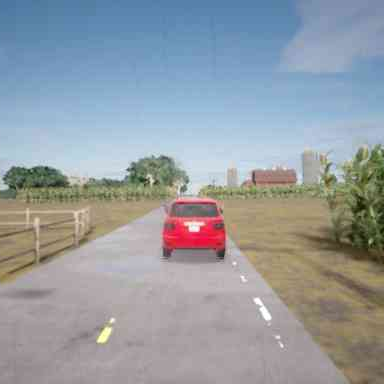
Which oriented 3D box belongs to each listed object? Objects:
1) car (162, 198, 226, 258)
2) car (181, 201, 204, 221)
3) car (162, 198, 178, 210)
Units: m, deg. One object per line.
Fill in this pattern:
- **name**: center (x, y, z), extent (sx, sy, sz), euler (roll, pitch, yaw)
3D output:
- **car**: center (0.076, 1.263, 13.099), extent (2.150, 2.045, 5.566), euler (0, 0, 0)
- **car**: center (0.066, 1.571, 29.264), extent (1.837, 1.490, 4.892), euler (0, 0, 0)
- **car**: center (-2.866, 1.597, 44.899), extent (1.812, 1.442, 4.674), euler (0, 0, 0)
